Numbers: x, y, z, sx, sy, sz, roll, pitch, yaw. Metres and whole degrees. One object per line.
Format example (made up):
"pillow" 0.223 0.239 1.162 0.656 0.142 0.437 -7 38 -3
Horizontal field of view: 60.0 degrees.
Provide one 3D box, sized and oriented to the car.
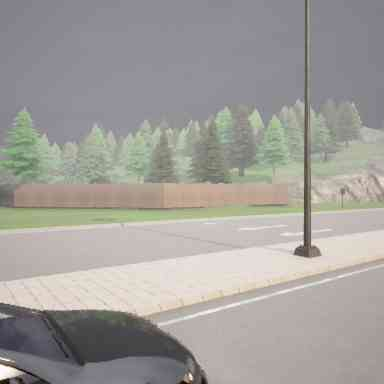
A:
"car" -1.876 1.563 2.418 4.181 1.385 1.994 0 0 -35
